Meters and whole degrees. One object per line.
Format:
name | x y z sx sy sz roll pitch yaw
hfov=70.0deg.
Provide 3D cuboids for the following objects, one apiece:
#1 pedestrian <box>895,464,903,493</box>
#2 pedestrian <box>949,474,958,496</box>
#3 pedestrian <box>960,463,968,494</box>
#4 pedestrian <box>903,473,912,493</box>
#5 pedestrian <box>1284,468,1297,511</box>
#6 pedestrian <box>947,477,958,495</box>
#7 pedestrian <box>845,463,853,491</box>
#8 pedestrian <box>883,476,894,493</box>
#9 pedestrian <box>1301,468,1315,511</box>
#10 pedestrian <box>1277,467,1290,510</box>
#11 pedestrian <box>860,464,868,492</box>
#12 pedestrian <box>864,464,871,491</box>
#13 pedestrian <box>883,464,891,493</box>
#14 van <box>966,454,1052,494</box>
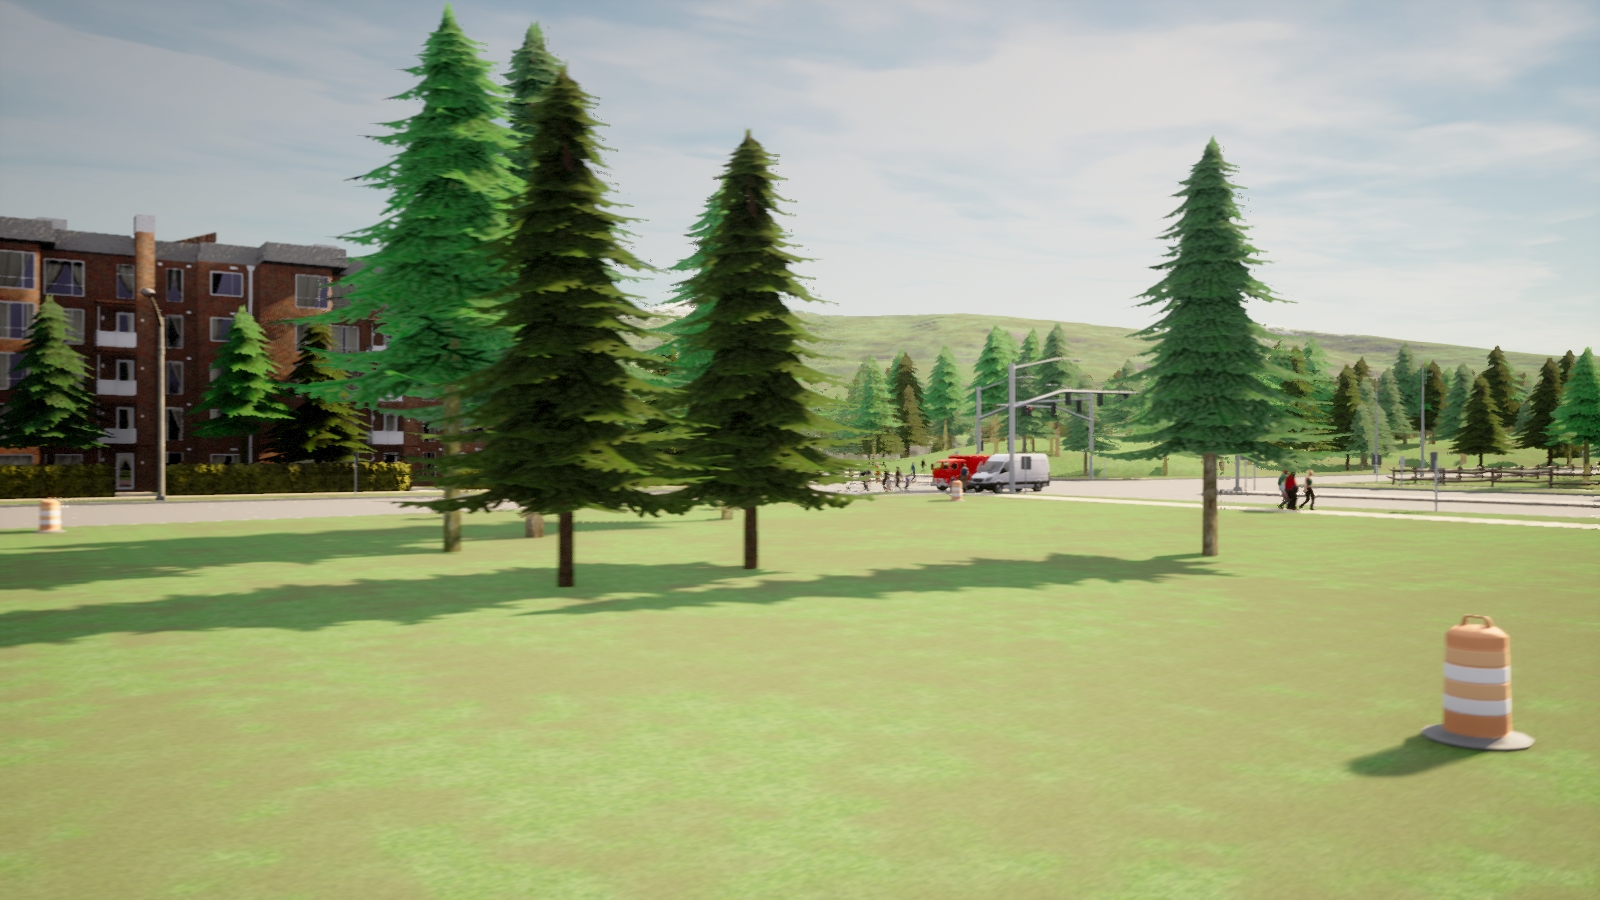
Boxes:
pedestrian | 6.363 1.849 73.501 0.375 1.860 0.375 0 0 -39
pedestrian | 9.323 2.101 69.279 0.375 1.300 0.375 0 0 -30
pedestrian | 9.888 1.696 69.003 0.375 1.860 0.375 0 0 -19
pedestrian | 6.935 2.129 73.713 0.375 1.300 0.375 0 0 -35
pedestrian | 21.192 1.696 49.340 0.375 1.860 0.375 0 0 -30
pedestrian | 9.371 2.229 70.251 0.500 1.100 0.500 0 0 -40
pedestrian | 3.389 1.849 78.590 0.375 1.860 0.375 0 0 -32
pedestrian | 5.718 2.228 73.676 0.500 1.100 0.500 0 0 -43
pedestrian | 21.895 1.696 49.260 0.375 1.860 0.375 0 0 -29
pedestrian | 21.313 1.697 50.335 0.375 1.860 0.375 0 0 -29
pedestrian | 4.289 1.849 76.436 0.375 1.860 0.375 0 0 -37
pedestrian | 4.571 1.849 77.443 0.375 1.860 0.375 0 0 -35
pedestrian | 5.675 1.849 74.843 0.375 1.860 0.375 0 0 -37
van | 13.865 1.534 75.585 5.915 2.561 1.988 0 0 -35
